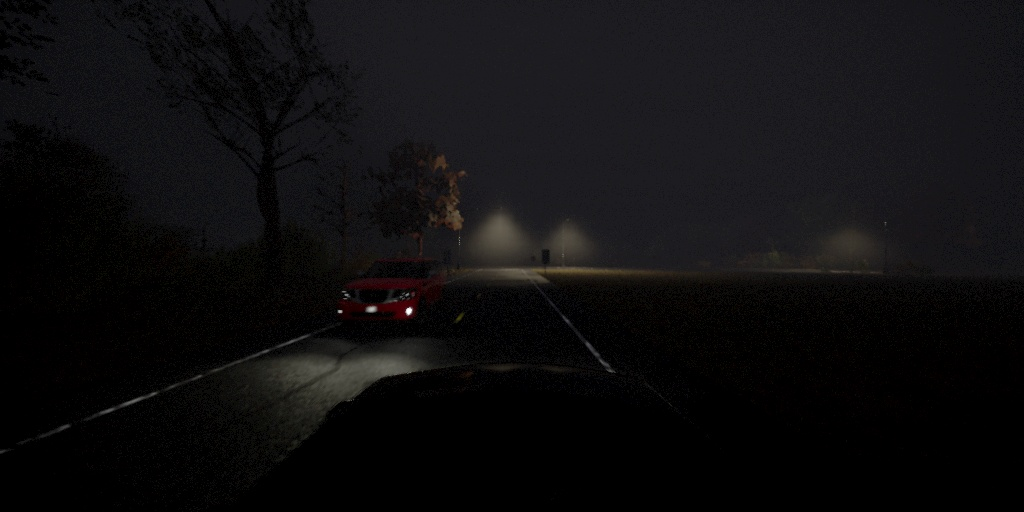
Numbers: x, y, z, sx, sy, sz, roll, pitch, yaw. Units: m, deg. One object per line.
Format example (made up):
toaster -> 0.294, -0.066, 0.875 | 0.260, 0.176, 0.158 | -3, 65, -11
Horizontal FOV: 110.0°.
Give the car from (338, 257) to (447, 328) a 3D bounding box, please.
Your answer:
car -> -3.602, 1.040, 11.972 | 2.150, 2.045, 5.566 | 0, -1, 0
